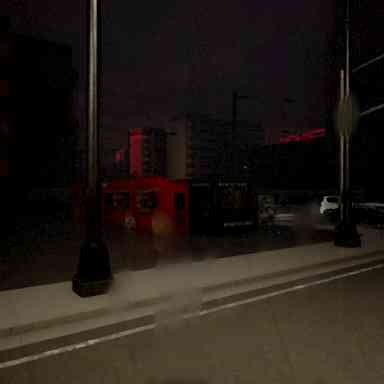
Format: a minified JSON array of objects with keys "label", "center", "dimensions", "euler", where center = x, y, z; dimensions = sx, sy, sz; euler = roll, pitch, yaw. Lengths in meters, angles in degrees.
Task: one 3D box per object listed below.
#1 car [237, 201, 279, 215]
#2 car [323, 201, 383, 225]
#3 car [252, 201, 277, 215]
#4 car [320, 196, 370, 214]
[{"label":"car","center":[7.332,1.747,37.436],"dimensions":[1.812,1.442,4.674],"euler":[0,-1,-36]},{"label":"car","center":[12.345,1.633,24.520],"dimensions":[1.994,1.385,4.181],"euler":[0,-1,-36]},{"label":"car","center":[6.145,1.662,33.092],"dimensions":[1.882,1.535,5.008],"euler":[0,-1,-36]},{"label":"car","center":[13.787,1.318,28.508],"dimensions":[2.150,2.045,5.566],"euler":[0,-1,-36]}]
